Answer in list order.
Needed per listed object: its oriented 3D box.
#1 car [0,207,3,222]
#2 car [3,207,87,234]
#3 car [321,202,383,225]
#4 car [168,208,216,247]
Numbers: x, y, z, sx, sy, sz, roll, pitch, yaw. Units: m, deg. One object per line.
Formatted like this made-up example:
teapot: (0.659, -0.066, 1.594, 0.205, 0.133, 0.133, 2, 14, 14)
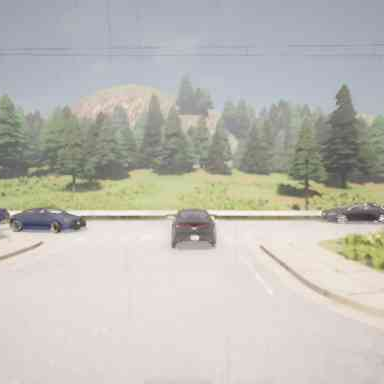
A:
car: (-15.592, 1.518, 23.723, 4.674, 1.442, 1.812, 0, 0, 0)
car: (-8.259, 1.558, 19.172, 4.181, 1.385, 1.994, 0, 0, 16)
car: (11.711, 1.483, 23.585, 4.902, 1.511, 2.128, 0, 0, 0)
car: (-0.018, 1.500, 15.087, 1.837, 1.490, 4.892, 0, 0, -3)
